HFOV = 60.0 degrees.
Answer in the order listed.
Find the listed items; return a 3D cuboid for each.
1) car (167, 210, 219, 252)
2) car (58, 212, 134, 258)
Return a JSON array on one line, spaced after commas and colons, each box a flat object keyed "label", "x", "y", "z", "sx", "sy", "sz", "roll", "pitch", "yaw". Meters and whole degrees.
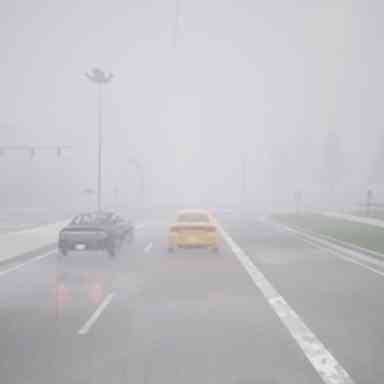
[{"label": "car", "x": 0.050, "y": 1.486, "z": 13.963, "sx": 1.882, "sy": 1.535, "sz": 5.008, "roll": 0, "pitch": 0, "yaw": 0}, {"label": "car", "x": -3.458, "y": 1.499, "z": 12.793, "sx": 2.128, "sy": 1.511, "sz": 4.902, "roll": 0, "pitch": 0, "yaw": 0}]
